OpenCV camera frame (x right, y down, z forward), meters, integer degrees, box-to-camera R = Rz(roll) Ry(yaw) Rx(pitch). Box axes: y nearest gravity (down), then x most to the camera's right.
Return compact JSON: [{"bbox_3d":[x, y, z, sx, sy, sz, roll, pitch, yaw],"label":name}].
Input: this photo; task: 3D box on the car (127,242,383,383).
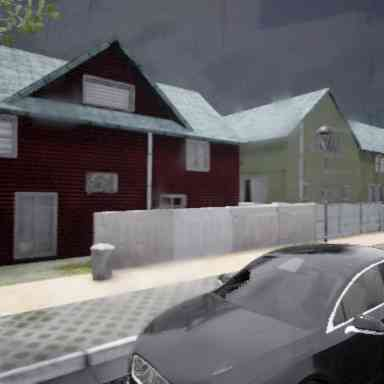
[{"bbox_3d":[1.599,1.492,4.208,4.892,1.490,1.837,0,0,-35],"label":"car"}]
